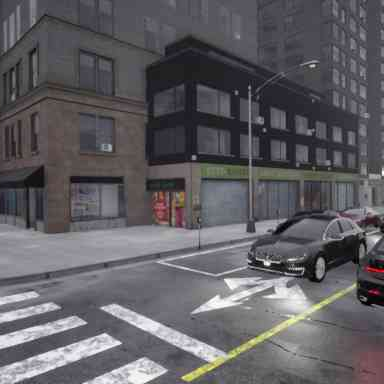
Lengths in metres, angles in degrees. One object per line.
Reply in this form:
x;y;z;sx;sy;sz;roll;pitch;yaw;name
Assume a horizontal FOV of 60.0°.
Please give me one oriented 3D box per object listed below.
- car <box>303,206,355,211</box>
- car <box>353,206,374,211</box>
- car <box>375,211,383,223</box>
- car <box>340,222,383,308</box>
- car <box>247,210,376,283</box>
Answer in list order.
5.591;1.509;15.418;4.313;1.339;1.947;-1;0;-44;car
9.630;1.488;19.387;4.206;1.307;1.802;-1;0;-44;car
11.593;1.423;17.706;4.674;1.442;1.812;-1;0;-44;car
5.037;1.473;6.921;4.892;1.490;1.837;-1;0;-44;car
3.560;1.476;9.818;4.892;1.490;1.837;-1;0;-45;car
